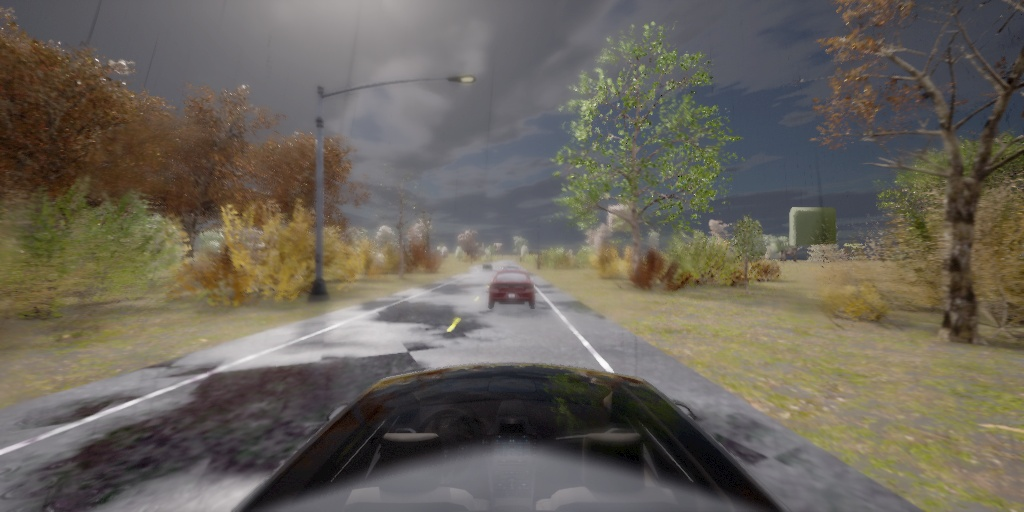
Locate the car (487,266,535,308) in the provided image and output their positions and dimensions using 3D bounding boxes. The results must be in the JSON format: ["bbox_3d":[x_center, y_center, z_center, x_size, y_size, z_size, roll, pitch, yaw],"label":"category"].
[{"bbox_3d":[0.005,1.377,16.115,1.882,1.535,5.008,0,0,0],"label":"car"}]

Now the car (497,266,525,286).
[{"bbox_3d":[-0.073,1.585,29.381,2.033,1.411,5.357,0,-1,0],"label":"car"}]
